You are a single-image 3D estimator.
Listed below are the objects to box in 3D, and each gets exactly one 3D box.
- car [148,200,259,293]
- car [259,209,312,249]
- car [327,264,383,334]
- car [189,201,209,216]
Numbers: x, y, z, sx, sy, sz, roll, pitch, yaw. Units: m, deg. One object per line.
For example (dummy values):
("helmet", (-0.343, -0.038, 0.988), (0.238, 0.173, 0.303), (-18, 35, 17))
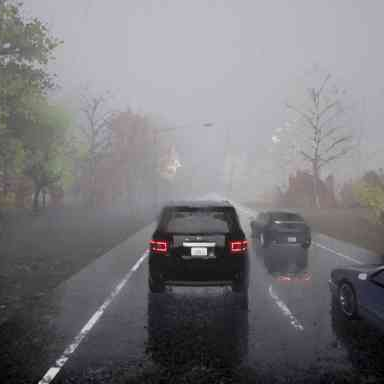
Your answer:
("car", (0.160, 1.223, 8.991), (2.150, 2.045, 5.566), (0, 0, 1))
("car", (3.738, 1.507, 14.657), (1.837, 1.490, 4.892), (0, 0, 1))
("car", (3.625, 1.548, 4.239), (2.033, 1.411, 5.357), (0, 0, 0))
("car", (0.724, 1.606, 33.065), (1.895, 1.301, 4.718), (0, 0, 2))
